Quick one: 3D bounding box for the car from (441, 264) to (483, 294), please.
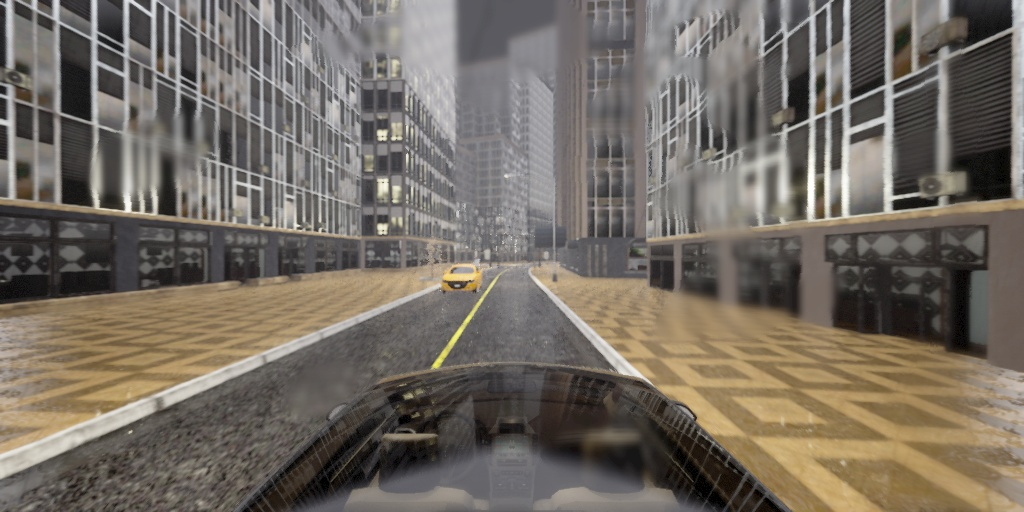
[{"bbox_3d":[-2.754,1.229,20.577,1.882,1.535,5.008,0,0,0],"label":"car"}]
